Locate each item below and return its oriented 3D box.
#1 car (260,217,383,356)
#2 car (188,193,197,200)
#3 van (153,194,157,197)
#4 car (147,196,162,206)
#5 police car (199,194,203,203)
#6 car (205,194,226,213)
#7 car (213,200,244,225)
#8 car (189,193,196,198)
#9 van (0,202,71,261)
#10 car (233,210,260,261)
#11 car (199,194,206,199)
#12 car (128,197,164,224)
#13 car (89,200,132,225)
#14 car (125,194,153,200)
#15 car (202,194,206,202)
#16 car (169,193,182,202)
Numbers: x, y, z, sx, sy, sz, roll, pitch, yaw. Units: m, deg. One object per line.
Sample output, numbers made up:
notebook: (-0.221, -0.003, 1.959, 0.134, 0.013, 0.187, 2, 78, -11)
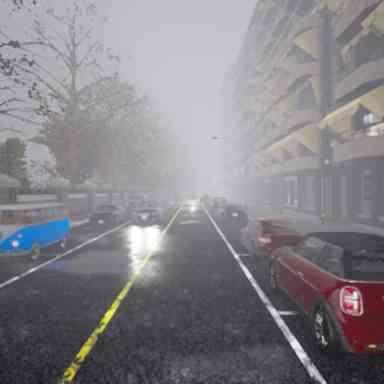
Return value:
car: (2.695, 1.410, 6.031, 1.967, 1.590, 4.097, 0, 0, 0)
car: (0.061, 0.907, 77.608, 2.097, 1.767, 4.553, 0, 0, 0)
van: (-5.654, 1.134, 45.448, 1.690, 1.788, 3.998, 0, 0, 0)
car: (-5.650, 1.353, 51.080, 1.802, 1.307, 4.206, 0, 0, 0)
police car: (2.413, 1.165, 59.205, 1.930, 1.638, 5.238, 0, 0, 0)
car: (2.717, 1.278, 34.182, 1.967, 1.590, 4.097, 0, 0, 0)
car: (2.708, 1.454, 22.923, 1.947, 1.339, 4.313, 0, 0, 0)
car: (0.075, 1.029, 93.876, 1.837, 1.490, 4.892, 0, 0, 0)
van: (-5.681, 1.284, 11.668, 1.690, 1.788, 3.998, 0, 0, 0)
car: (2.699, 1.524, 11.662, 1.802, 1.307, 4.206, 0, 0, 0)
car: (2.761, 1.180, 90.486, 1.887, 1.381, 4.507, 0, 0, 0)
car: (-3.081, 1.376, 23.916, 2.128, 1.511, 4.902, 0, 0, 0)
car: (-5.672, 1.455, 22.929, 1.947, 1.339, 4.313, 0, 0, 0)
car: (-5.663, 1.154, 34.188, 2.192, 1.841, 5.009, 0, 0, 0)
car: (2.726, 1.317, 45.613, 1.752, 1.417, 4.829, 0, 0, 0)
car: (-2.966, 1.071, 64.985, 2.097, 1.767, 4.553, 0, 0, 1)
